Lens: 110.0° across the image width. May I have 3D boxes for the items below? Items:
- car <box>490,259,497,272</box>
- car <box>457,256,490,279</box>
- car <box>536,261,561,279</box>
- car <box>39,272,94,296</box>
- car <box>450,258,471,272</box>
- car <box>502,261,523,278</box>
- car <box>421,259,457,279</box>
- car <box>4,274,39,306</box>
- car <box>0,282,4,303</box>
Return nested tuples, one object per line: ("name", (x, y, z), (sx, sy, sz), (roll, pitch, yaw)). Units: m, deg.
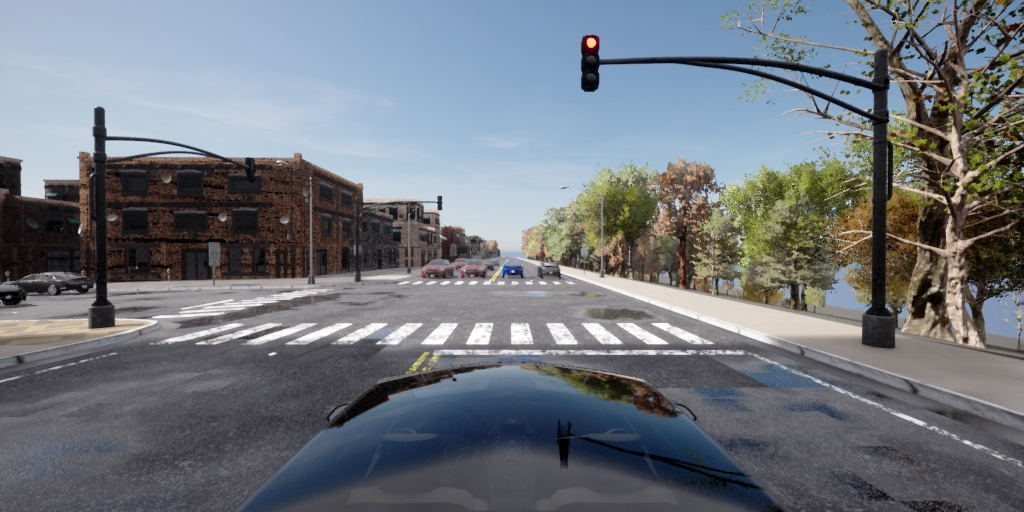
("car", (-3.417, 1.222, 47.521), (1.882, 1.535, 5.008), (0, 0, 0))
("car", (-3.375, 1.098, 32.439), (2.097, 1.767, 4.553), (0, 0, 0))
("car", (3.323, 1.237, 32.933), (2.128, 1.511, 4.902), (0, 0, 0))
("car", (-28.327, 1.671, 21.900), (4.403, 1.370, 2.007), (0, 0, -1))
("car", (-6.664, 1.096, 46.903), (2.097, 1.767, 4.553), (0, 0, 0))
("car", (0.068, 1.223, 34.507), (1.882, 1.535, 5.008), (0, 0, 0))
("car", (-6.679, 1.099, 32.437), (2.097, 1.767, 4.553), (0, 0, 1))
("car", (-25.003, 1.634, 16.044), (4.892, 1.490, 1.837), (-1, 1, -1))
("car", (-22.619, 1.686, 13.379), (4.313, 1.339, 1.948), (0, 0, -1))
